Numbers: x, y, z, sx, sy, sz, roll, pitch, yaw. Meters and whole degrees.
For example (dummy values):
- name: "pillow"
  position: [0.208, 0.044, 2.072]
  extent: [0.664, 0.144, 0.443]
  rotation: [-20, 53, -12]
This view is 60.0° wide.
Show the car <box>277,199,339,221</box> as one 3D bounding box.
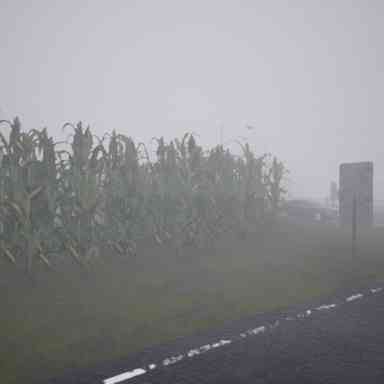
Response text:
- name: "car"
  position: [8.642, 1.304, 24.814]
  extent: [1.837, 1.490, 4.892]
  rotation: [1, 0, -36]

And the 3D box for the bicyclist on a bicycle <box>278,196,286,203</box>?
- name: "bicyclist on a bicycle"
  position: [9.327, 1.239, 34.080]
  extent: [1.656, 1.620, 0.582]
  rotation: [-1, 1, -36]
